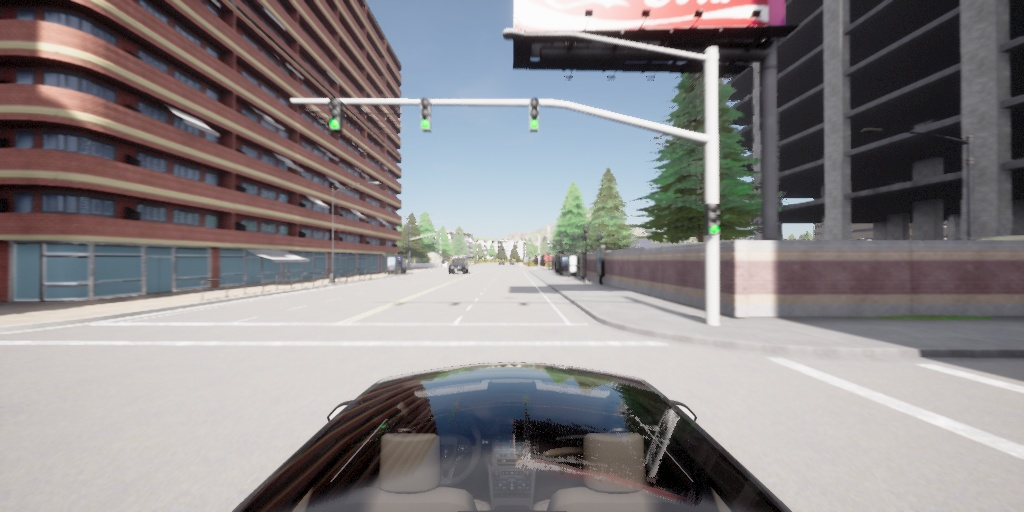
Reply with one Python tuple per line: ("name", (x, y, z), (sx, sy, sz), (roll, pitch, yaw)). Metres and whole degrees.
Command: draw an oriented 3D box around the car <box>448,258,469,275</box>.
("car", (-7.000, 1.325, 47.303), (2.150, 2.045, 5.566), (0, 1, 0))
